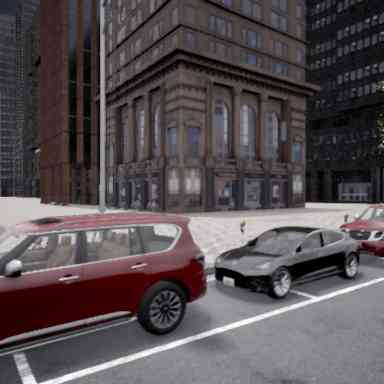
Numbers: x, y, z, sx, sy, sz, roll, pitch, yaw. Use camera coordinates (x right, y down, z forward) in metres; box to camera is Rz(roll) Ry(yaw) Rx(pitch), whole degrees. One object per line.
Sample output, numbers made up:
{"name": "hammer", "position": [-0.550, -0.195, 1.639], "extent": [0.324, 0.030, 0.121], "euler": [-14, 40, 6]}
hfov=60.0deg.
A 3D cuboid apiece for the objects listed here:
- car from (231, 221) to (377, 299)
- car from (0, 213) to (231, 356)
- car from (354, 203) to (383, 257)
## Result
{"name": "car", "position": [2.572, 1.571, 8.481], "extent": [4.313, 1.339, 1.947], "euler": [0, 0, -35]}
{"name": "car", "position": [-2.051, 1.316, 5.186], "extent": [5.009, 1.841, 2.192], "euler": [0, 0, -35]}
{"name": "car", "position": [7.194, 1.325, 11.778], "extent": [5.009, 1.841, 2.192], "euler": [0, 0, -35]}
